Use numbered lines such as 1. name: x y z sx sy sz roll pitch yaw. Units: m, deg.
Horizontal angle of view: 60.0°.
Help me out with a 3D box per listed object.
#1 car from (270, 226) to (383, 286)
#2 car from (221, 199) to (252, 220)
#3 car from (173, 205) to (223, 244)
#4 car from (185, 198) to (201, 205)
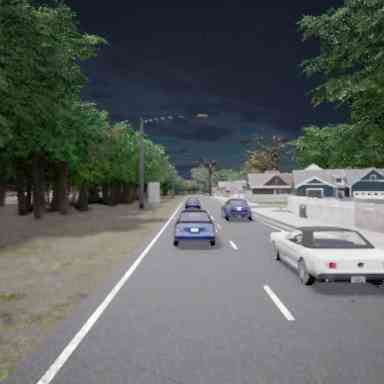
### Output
1. car: 3.601 1.602 9.403 1.895 1.301 4.718 0 0 0
2. car: 3.602 1.333 27.593 2.097 1.767 4.553 0 0 0
3. car: 0.102 1.550 15.679 2.033 1.411 5.357 0 0 0
4. car: 0.101 1.431 42.697 1.994 1.385 4.181 0 0 0
